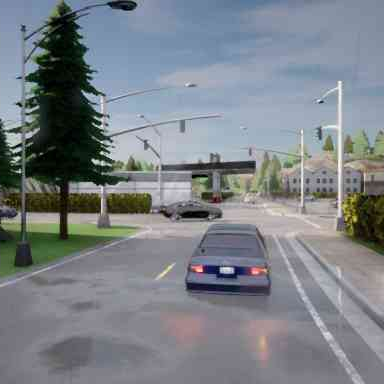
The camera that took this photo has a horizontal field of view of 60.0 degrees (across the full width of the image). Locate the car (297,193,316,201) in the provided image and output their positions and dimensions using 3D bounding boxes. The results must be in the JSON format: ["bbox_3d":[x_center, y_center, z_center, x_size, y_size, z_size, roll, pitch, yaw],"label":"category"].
[{"bbox_3d":[26.159,1.361,76.070,3.806,1.475,1.970,0,0,10],"label":"car"}]

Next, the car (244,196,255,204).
[{"bbox_3d":[11.184,1.525,64.732,1.812,1.442,4.674,0,0,10],"label":"car"}]

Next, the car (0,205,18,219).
[{"bbox_3d":[-16.728,1.525,27.354,4.674,1.442,1.812,0,0,10],"label":"car"}]

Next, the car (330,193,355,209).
[{"bbox_3d":[20.231,1.330,42.329,5.027,1.636,2.152,0,0,10],"label":"car"}]

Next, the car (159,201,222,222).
[{"bbox_3d":[-0.094,1.492,25.938,4.902,1.511,2.128,0,1,-13],"label":"car"}]

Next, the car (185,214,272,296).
[{"bbox_3d":[1.085,1.547,8.845,2.033,1.411,5.357,0,0,10],"label":"car"}]

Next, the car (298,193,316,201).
[{"bbox_3d":[27.340,1.077,79.237,3.866,1.878,1.905,0,0,10],"label":"car"}]

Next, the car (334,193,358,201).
[{"bbox_3d":[34.514,1.097,74.628,4.605,1.855,1.932,0,0,10],"label":"car"}]
